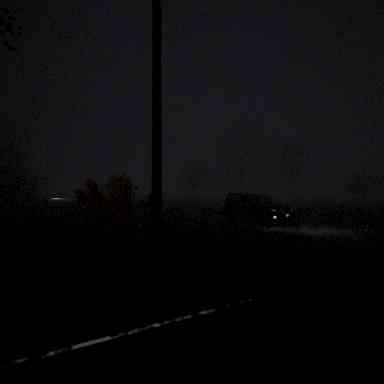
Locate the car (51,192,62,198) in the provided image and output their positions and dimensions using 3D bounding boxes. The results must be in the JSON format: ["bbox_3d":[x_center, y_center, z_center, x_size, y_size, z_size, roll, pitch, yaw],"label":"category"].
[{"bbox_3d":[-30.127,0.648,73.720,2.128,1.511,4.902,-1,1,-29],"label":"car"}]

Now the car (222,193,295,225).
[{"bbox_3d":[4.447,1.083,23.286,2.150,2.045,5.566,-1,1,-35],"label":"car"}]
